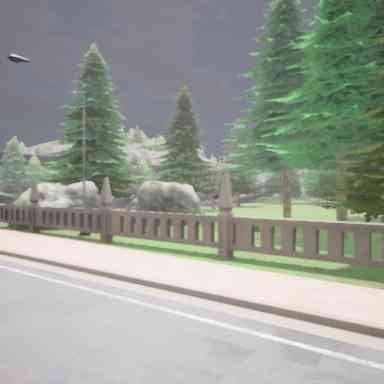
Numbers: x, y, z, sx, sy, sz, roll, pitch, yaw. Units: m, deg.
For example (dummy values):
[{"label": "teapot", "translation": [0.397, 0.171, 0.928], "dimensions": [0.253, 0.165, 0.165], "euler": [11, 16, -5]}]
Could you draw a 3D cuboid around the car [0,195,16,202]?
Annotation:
[{"label": "car", "translation": [-21.715, 1.336, 37.786], "dimensions": [2.150, 2.045, 5.566], "euler": [0, 0, 36]}]
